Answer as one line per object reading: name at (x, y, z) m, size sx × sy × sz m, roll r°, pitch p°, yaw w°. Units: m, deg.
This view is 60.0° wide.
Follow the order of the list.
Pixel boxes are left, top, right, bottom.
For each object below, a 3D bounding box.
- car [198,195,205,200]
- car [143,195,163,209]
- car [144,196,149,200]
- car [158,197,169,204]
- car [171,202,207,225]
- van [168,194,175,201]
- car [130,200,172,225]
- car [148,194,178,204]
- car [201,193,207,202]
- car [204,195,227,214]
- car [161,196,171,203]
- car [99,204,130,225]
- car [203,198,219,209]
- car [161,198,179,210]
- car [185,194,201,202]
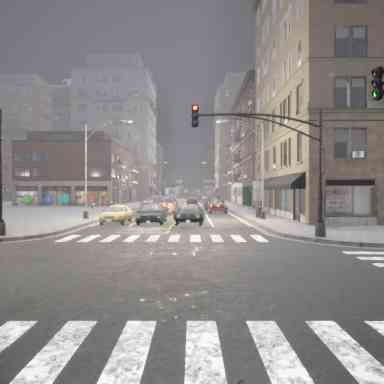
car at (2.668, 1.575, 91.993) m, size 1.947 × 1.339 × 4.313 m, roll 0°, pitch 0°, yaw 0°
car at (-5.373, 1.317, 46.701) m, size 2.192 × 1.841 × 5.009 m, roll 0°, pitch 0°, yaw 0°
car at (-5.375, 1.552, 41.039) m, size 2.008 × 1.369 × 4.403 m, roll 0°, pitch 0°, yaw 0°
car at (-5.367, 1.586, 63.687) m, size 1.802 × 1.307 × 4.206 m, roll 0°, pitch 0°, yaw 0°
car at (-0.112, 1.601, 23.762) m, size 1.895 × 1.301 × 4.718 m, roll 0°, pitch 0°, yaw 4°
van at (-5.359, 1.349, 86.334) m, size 1.690 × 1.788 × 3.998 m, roll 0°, pitch 0°, yaw 0°
car at (-2.841, 1.548, 24.166) m, size 2.033 × 1.411 × 5.357 m, roll 0°, pitch 0°, yaw 0°
car at (-2.841, 1.353, 33.814) m, size 2.097 × 1.767 × 4.553 m, roll 0°, pitch 0°, yaw 0°
car at (2.650, 1.317, 41.036) m, size 2.192 × 1.841 × 5.009 m, roll 0°, pitch 0°, yaw 0°
car at (2.648, 1.441, 35.374) m, size 1.967 × 1.590 × 4.097 m, roll 0°, pitch 0°, yaw 0°
car at (-5.365, 1.530, 69.179) m, size 1.752 × 1.417 × 4.829 m, roll 0°, pitch 0°, yaw 0°
car at (-5.381, 1.526, 23.883) m, size 1.752 × 1.417 × 4.829 m, roll 0°, pitch 0°, yaw 0°
car at (2.652, 1.568, 46.698) m, size 1.947 × 1.339 × 4.313 m, roll 0°, pitch 0°, yaw 0°
car at (-2.831, 1.550, 44.222) m, size 2.033 × 1.411 × 5.357 m, roll 0°, pitch 0°, yaw 0°
car at (0.019, 1.509, 54.046) m, size 1.837 × 1.490 × 4.892 m, roll 0°, pitch 0°, yaw 0°
